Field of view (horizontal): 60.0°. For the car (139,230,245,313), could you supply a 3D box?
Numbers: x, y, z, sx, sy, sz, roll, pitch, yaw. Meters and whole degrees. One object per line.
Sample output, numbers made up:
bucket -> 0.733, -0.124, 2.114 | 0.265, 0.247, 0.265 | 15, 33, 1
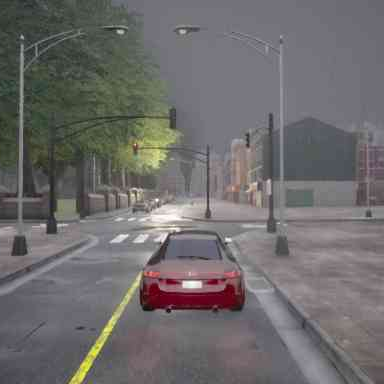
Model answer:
car -> 0.021, 1.568, 7.744 | 1.994, 1.385, 4.181 | 0, 0, 1

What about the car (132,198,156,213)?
car -> -5.506, 1.585, 36.827 | 2.008, 1.369, 4.403 | 1, 0, 0

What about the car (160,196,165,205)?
car -> -5.578, 1.623, 49.413 | 1.947, 1.339, 4.313 | 1, 0, 0

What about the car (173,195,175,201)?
car -> -5.834, 1.619, 82.113 | 1.967, 1.590, 4.097 | 1, 0, 0

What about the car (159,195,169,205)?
car -> -5.665, 1.669, 60.312 | 1.802, 1.307, 4.206 | 1, 0, 0

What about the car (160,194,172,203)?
car -> -5.702, 1.421, 65.763 | 2.192, 1.841, 5.009 | 1, 0, 0

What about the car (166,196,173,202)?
car -> -5.878, 1.732, 87.393 | 1.752, 1.417, 4.829 | 1, 0, 0

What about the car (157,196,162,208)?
car -> -5.535, 1.597, 43.963 | 2.008, 1.369, 4.403 | 1, 0, 0
